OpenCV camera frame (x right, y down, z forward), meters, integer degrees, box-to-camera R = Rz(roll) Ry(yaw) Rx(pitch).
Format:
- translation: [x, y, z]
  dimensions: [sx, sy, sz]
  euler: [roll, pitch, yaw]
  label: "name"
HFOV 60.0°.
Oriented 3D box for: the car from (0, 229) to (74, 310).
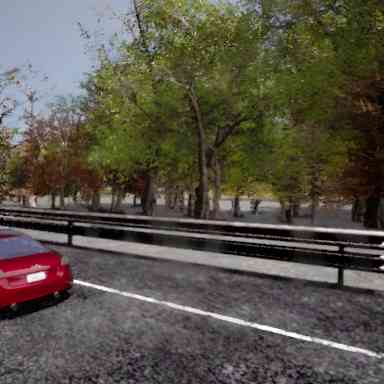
- translation: [-4.505, 1.508, 7.203]
  dimensions: [4.181, 1.385, 1.994]
  euler: [0, 0, 34]
  label: "car"
